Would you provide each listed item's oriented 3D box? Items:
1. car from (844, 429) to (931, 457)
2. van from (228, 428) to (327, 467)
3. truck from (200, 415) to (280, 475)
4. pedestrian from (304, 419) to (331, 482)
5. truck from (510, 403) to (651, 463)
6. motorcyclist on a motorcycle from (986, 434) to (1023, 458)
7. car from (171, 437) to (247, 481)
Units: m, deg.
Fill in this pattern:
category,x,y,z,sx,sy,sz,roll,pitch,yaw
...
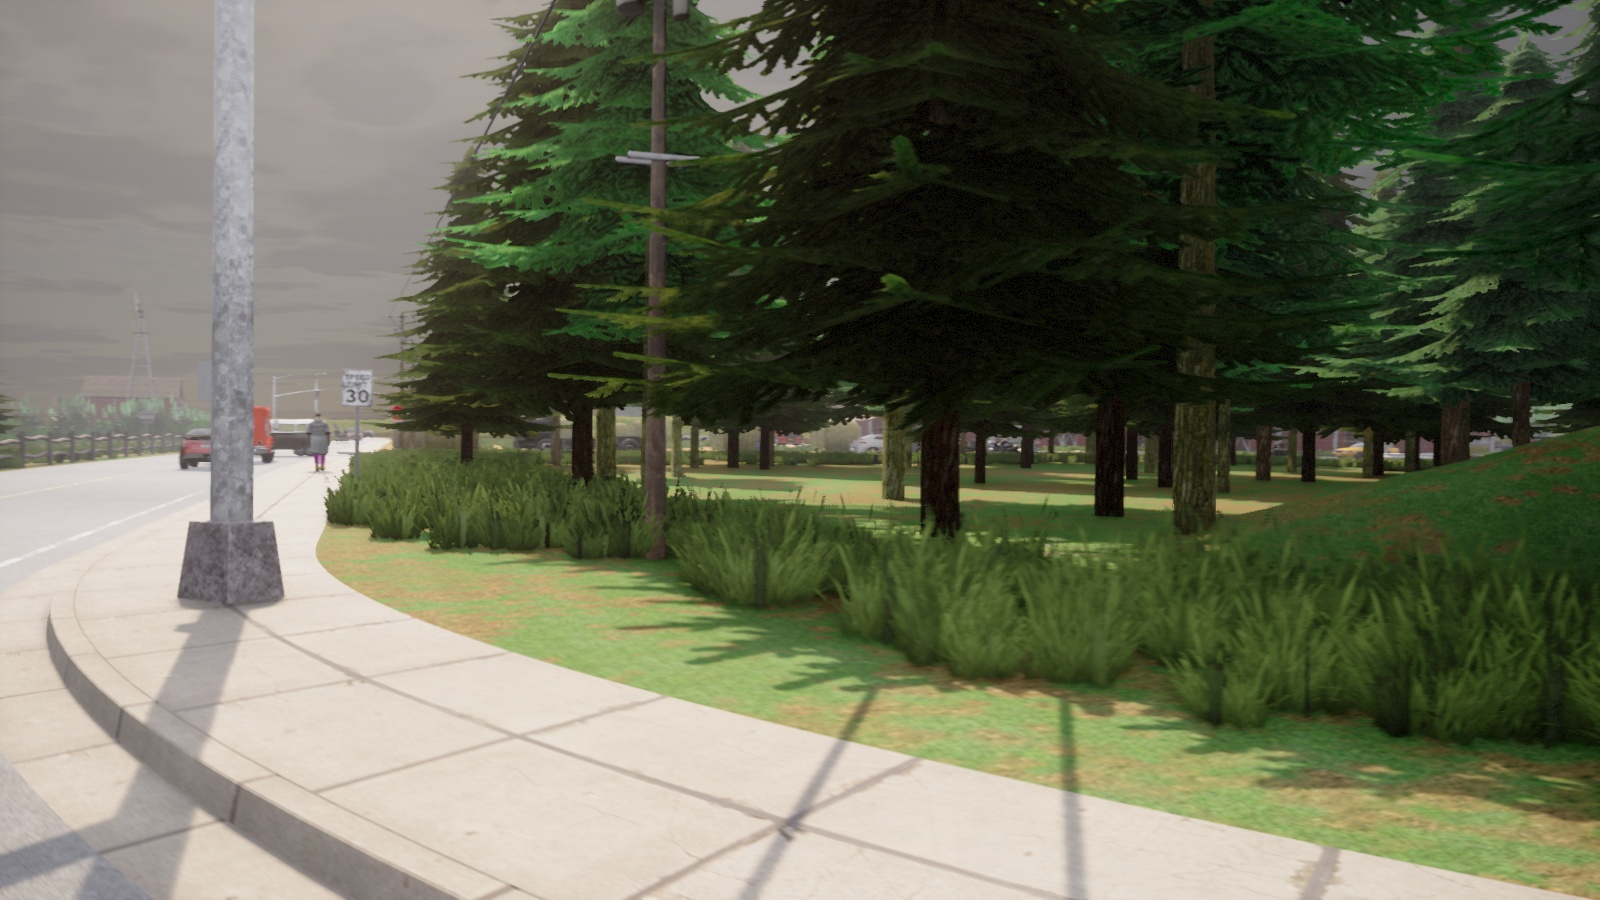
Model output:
category,x,y,z,sx,sy,sz,roll,pitch,yaw
car,5.457,-0.444,78.398,5.027,1.651,2.152,-1,1,-20
van,-28.348,-0.143,68.245,4.480,2.038,2.069,-1,0,-43
truck,-24.611,-0.243,55.366,2.627,2.467,5.204,-1,1,-18
pedestrian,-15.204,0.021,39.584,0.659,1.952,0.873,-1,1,-12
truck,-13.150,-1.028,75.267,7.936,3.462,2.891,-1,1,-20
motorcyclist on a motorcycle,13.237,-0.281,81.267,2.191,1.530,0.866,-1,1,-20
car,-21.732,0.277,46.343,2.007,1.525,4.514,-1,1,-19
